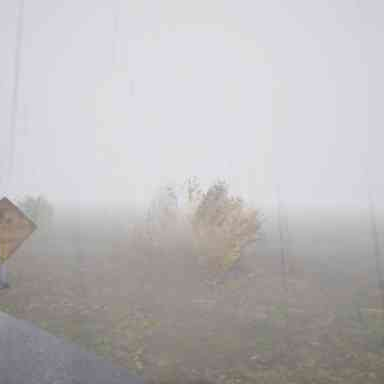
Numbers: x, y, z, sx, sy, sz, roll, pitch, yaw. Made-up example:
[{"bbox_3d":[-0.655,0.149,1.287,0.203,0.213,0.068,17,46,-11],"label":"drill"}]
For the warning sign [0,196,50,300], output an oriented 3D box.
[{"bbox_3d":[-3.706,1.016,6.573,1.060,1.860,1.300,1,1,36],"label":"warning sign"}]
